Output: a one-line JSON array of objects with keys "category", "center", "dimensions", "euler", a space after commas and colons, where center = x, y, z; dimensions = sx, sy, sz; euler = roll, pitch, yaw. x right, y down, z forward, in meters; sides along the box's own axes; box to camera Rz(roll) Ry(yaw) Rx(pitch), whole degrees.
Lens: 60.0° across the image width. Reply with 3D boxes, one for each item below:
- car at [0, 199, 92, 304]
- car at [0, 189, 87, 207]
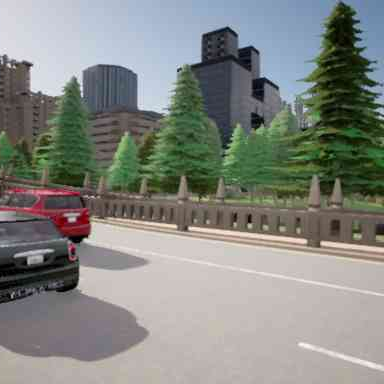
[{"category": "car", "center": [-4.531, 1.184, 7.291], "dimensions": [4.553, 1.767, 2.097], "euler": [2, 1, 37]}, {"category": "car", "center": [-6.234, 0.899, 12.914], "dimensions": [5.566, 2.045, 2.150], "euler": [3, 2, 36]}]
